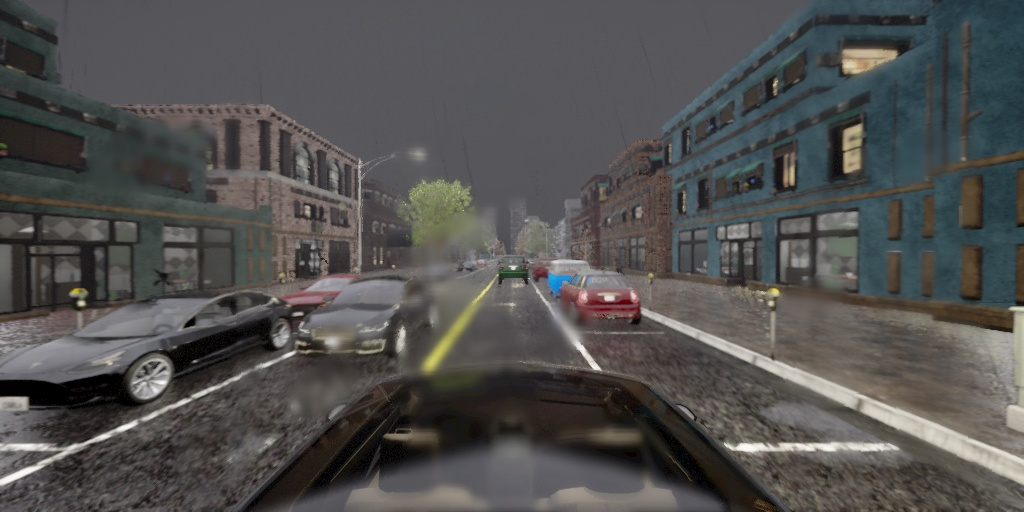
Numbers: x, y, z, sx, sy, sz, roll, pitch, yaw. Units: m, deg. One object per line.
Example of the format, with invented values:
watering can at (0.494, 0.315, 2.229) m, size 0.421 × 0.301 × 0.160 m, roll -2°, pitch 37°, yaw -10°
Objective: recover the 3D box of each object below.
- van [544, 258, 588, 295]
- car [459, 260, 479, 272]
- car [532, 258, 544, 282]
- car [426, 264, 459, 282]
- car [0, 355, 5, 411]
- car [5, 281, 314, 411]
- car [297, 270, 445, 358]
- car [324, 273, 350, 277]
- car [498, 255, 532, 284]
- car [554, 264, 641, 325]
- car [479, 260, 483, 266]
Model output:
van at (2.692, 1.087, 17.358) m, size 1.690 × 1.789 × 3.998 m, roll 0°, pitch 0°, yaw 0°
car at (-5.694, 1.302, 45.076) m, size 1.948 × 1.339 × 4.313 m, roll 0°, pitch 0°, yaw 0°
car at (2.690, 1.057, 28.445) m, size 2.192 × 1.841 × 5.009 m, roll 0°, pitch 0°, yaw 0°
car at (-5.691, 1.308, 28.444) m, size 1.948 × 1.339 × 4.313 m, roll 0°, pitch 0°, yaw 0°
car at (-5.686, 1.065, 0.724) m, size 2.192 × 1.841 × 5.009 m, roll 0°, pitch 0°, yaw 0°
car at (-5.687, 1.314, 6.268) m, size 1.948 × 1.339 × 4.313 m, roll 0°, pitch 0°, yaw 0°
car at (-3.072, 1.254, 8.610) m, size 1.837 × 1.490 × 4.892 m, roll 0°, pitch 0°, yaw 0°
car at (-5.688, 1.292, 11.812) m, size 1.888 × 1.381 × 4.507 m, roll 0°, pitch 0°, yaw 0°
car at (0.098, 0.963, 27.367) m, size 2.150 × 2.045 × 5.566 m, roll 0°, pitch 0°, yaw 0°
car at (2.692, 1.187, 11.813) m, size 1.967 × 1.591 × 4.097 m, roll 0°, pitch 0°, yaw 0°
car at (-5.695, 1.285, 50.620) m, size 2.007 × 1.370 × 4.403 m, roll 0°, pitch 0°, yaw 0°
